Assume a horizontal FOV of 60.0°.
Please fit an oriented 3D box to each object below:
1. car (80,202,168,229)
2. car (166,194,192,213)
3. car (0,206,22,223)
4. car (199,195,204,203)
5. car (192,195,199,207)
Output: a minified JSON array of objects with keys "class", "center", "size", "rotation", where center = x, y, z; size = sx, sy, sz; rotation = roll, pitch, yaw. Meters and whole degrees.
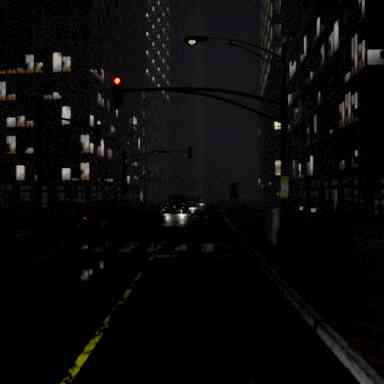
[{"class":"car","center":[-4.622,1.630,22.220],"size":[5.357,1.411,2.033],"rotation":[-1,0,-21]},{"class":"car","center":[-1.631,1.218,37.924],"size":[2.150,2.045,5.566],"rotation":[0,0,5]},{"class":"car","center":[-16.577,1.870,28.002],"size":[4.403,1.369,2.008],"rotation":[-1,1,10]},{"class":"car","center":[1.332,1.466,65.801],"size":[1.837,1.490,4.892],"rotation":[0,0,8]},{"class":"car","center":[-0.511,1.462,50.363],"size":[1.882,1.535,5.008],"rotation":[0,0,6]}]
